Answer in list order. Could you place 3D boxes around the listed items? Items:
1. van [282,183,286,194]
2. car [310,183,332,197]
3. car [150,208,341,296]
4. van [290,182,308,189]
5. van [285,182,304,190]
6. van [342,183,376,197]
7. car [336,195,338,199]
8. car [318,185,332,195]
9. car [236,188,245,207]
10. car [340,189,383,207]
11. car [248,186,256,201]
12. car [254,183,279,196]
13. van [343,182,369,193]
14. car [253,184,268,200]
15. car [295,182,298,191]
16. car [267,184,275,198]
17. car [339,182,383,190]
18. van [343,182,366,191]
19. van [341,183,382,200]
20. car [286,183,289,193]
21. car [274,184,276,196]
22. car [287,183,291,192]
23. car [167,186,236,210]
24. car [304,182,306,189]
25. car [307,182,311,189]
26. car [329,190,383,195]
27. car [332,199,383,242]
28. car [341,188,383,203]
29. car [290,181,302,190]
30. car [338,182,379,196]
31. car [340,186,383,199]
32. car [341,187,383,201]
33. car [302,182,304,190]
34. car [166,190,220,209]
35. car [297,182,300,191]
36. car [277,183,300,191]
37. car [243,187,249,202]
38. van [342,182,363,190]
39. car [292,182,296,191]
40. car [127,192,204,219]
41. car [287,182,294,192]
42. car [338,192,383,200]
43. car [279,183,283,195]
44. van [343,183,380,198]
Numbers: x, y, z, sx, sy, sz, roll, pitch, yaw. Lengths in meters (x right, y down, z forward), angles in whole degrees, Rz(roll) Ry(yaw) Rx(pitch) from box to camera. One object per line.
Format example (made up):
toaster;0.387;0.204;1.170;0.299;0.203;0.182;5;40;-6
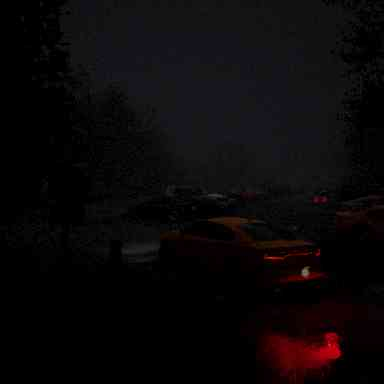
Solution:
van;11.907;-0.484;52.314;4.442;1.987;1.878;1;2;24
car;18.431;-0.061;47.292;2.128;1.511;4.902;1;2;24
car;0.899;1.383;8.501;1.882;1.535;5.008;2;-1;-31
van;28.944;-1.745;90.274;4.442;1.987;1.878;1;1;24
van;25.499;-1.553;82.712;4.442;1.987;1.878;1;2;24
van;24.716;-0.369;49.448;4.442;1.987;1.878;1;2;24
car;11.026;1.132;19.203;4.792;1.488;2.163;1;3;24
car;22.698;-0.404;56.657;1.882;1.535;5.008;1;2;24
car;1.621;0.672;29.583;5.366;1.575;1.946;1;3;24
car;16.765;0.569;31.794;4.792;1.488;2.163;1;3;24
car;3.584;0.440;34.785;5.366;1.575;1.946;1;3;24
car;9.530;-0.205;47.305;4.553;1.767;2.185;1;2;24
van;31.868;-0.901;64.584;4.442;1.987;1.878;1;2;24
car;5.935;0.212;39.943;5.366;1.575;1.946;1;3;24
car;17.558;-0.703;64.993;4.892;1.521;2.231;1;2;24
car;7.371;0.116;42.201;5.366;1.575;1.946;1;3;24
car;15.669;0.402;29.241;5.566;2.045;2.435;1;3;24
van;36.460;-1.255;74.662;4.442;1.987;1.878;1;2;24
van;21.274;-0.099;41.872;4.442;1.987;1.878;1;2;24
car;12.925;-0.320;54.909;4.792;1.488;2.163;1;2;24
car;8.344;0.016;44.798;4.892;1.521;2.231;1;3;24
car;14.075;-0.409;57.434;4.792;1.488;2.163;1;2;24
car;0.327;0.534;27.113;5.566;2.045;2.435;1;3;24
car;23.300;-1.148;77.624;5.008;1.535;2.097;1;2;24
car;26.782;-1.665;85.176;5.566;2.045;2.435;1;2;24
car;13.179;0.872;24.304;5.366;1.575;1.946;1;3;24
car;8.803;1.323;14.267;5.008;1.535;2.097;1;3;24
car;19.165;0.348;36.922;4.792;1.488;2.163;1;3;24
car;19.685;-0.888;70.123;5.366;1.575;1.946;1;2;24
car;25.945;-0.481;51.930;5.566;2.045;2.435;1;2;24
car;22.532;0.036;44.367;5.008;1.535;2.097;1;2;24
car;20.259;0.252;39.322;4.792;1.488;2.163;1;2;24
car;22.126;-1.185;75.105;4.553;1.767;2.185;1;2;24
car;-0.844;0.898;24.610;5.008;1.535;2.097;1;3;24
car;18.697;-0.792;67.524;4.892;1.521;2.231;1;2;24
car;20.976;-1.096;72.580;4.553;1.767;2.185;1;2;24
car;2.608;0.560;32.182;4.892;1.521;2.231;1;3;24
van;38.547;-1.436;79.805;4.442;1.987;1.878;1;2;24
car;16.234;-0.621;62.548;5.366;1.575;1.946;1;2;24
car;-2.026;1.040;22.101;4.792;1.488;2.163;1;3;24
car;15.225;-0.497;59.959;4.792;1.488;2.163;1;2;24
car;9.984;1.086;16.766;4.553;1.767;2.185;1;3;24
car;10.677;-0.141;49.834;4.792;1.488;2.163;1;2;24
van;23.781;-0.276;46.832;4.442;1.987;1.878;1;2;24
